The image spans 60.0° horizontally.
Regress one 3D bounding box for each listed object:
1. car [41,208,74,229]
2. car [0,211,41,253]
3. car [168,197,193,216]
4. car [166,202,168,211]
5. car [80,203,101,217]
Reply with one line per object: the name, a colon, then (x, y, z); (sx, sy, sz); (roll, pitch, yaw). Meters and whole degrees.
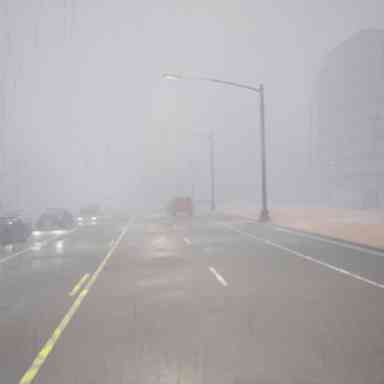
car: (-10.399, 1.975, 25.643); (1.812, 1.442, 4.674); (-1, 0, -7)
car: (-9.065, 1.885, 15.408); (2.033, 1.411, 5.357); (-1, 0, -7)
car: (-1.175, 1.541, 36.964); (2.150, 2.045, 5.566); (-1, 0, -7)
car: (-2.705, 1.797, 48.330); (2.097, 1.767, 4.553); (-1, -1, -7)
car: (-12.249, 2.087, 40.284); (1.882, 1.535, 5.008); (-1, -1, -7)
